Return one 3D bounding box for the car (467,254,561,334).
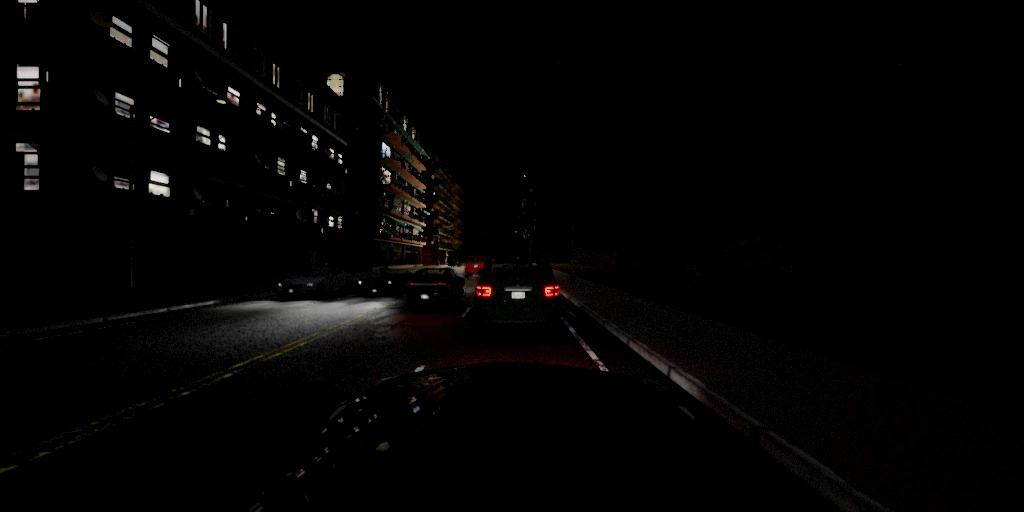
[{"bbox_3d":[0.102,0.973,10.721,2.150,2.045,5.566,0,0,-1],"label":"car"}]

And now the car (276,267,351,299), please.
[{"bbox_3d":[-9.850,1.278,18.307,1.812,1.442,4.674,0,0,0],"label":"car"}]

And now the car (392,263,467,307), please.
[{"bbox_3d":[-3.152,1.244,15.365,2.128,1.511,4.902,0,0,0],"label":"car"}]

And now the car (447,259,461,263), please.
[{"bbox_3d":[-9.821,1.259,60.901,1.837,1.490,4.892,0,-1,0],"label":"car"}]

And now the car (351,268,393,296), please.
[{"bbox_3d":[-6.599,1.354,19.398,1.895,1.301,4.718,0,0,0],"label":"car"}]
